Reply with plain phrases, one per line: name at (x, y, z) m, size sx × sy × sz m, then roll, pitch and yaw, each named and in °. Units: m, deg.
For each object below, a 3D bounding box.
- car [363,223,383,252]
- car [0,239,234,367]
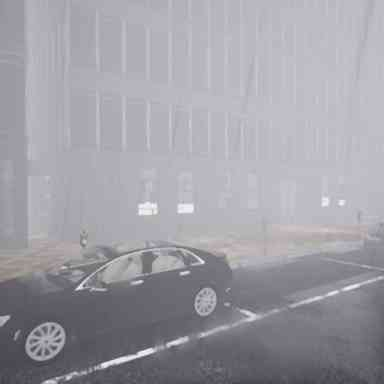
car at (8.035, 1.518, 12.258) m, size 4.206 × 1.307 × 1.802 m, roll 0°, pitch 0°, yaw -35°
car at (-1.246, 1.540, 5.666) m, size 4.403 × 1.369 × 2.008 m, roll 0°, pitch 0°, yaw -35°
